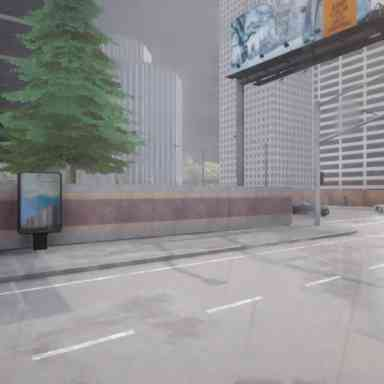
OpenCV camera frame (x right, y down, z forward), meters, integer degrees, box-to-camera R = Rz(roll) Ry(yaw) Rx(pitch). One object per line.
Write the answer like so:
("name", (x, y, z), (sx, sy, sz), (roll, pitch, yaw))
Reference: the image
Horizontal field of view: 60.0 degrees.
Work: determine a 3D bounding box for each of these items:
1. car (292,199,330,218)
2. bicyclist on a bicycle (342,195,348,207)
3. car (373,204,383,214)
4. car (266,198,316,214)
("car", (10.241, 1.478, 30.850), (1.882, 1.535, 5.008), (0, 0, -35))
("bicyclist on a bicycle", (21.307, 1.301, 46.345), (1.656, 1.620, 0.582), (0, 0, -35))
("car", (21.054, 1.526, 33.888), (1.812, 1.442, 4.674), (-1, 1, -39))
("car", (10.713, 1.491, 36.242), (2.128, 1.511, 4.902), (0, 0, -35))
